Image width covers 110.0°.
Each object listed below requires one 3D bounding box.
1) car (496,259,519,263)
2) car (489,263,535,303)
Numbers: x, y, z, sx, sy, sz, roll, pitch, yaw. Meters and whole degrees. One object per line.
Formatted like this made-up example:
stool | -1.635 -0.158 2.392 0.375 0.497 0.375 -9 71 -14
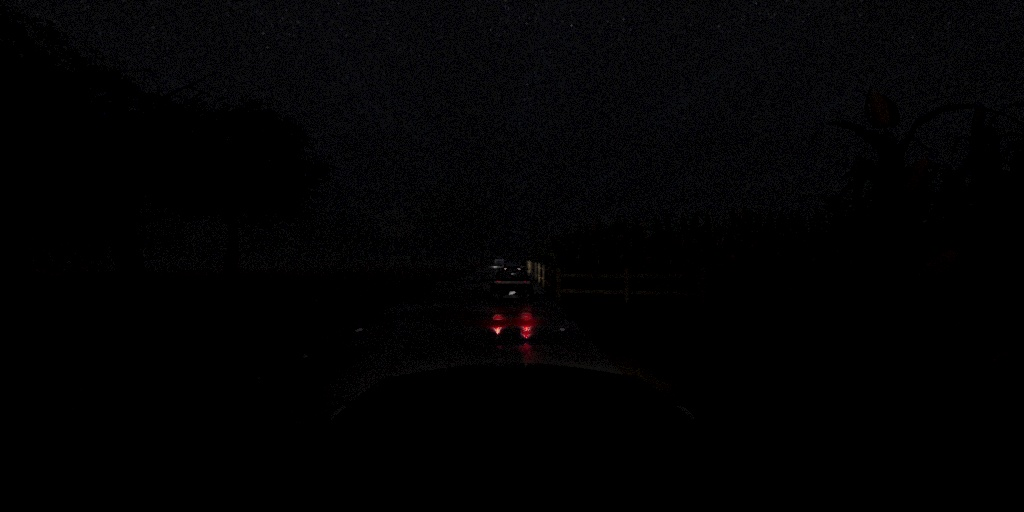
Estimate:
car | 0.000 1.268 31.502 2.128 1.511 4.902 0 0 0
car | 0.000 1.252 16.500 2.128 1.511 4.902 0 0 0
